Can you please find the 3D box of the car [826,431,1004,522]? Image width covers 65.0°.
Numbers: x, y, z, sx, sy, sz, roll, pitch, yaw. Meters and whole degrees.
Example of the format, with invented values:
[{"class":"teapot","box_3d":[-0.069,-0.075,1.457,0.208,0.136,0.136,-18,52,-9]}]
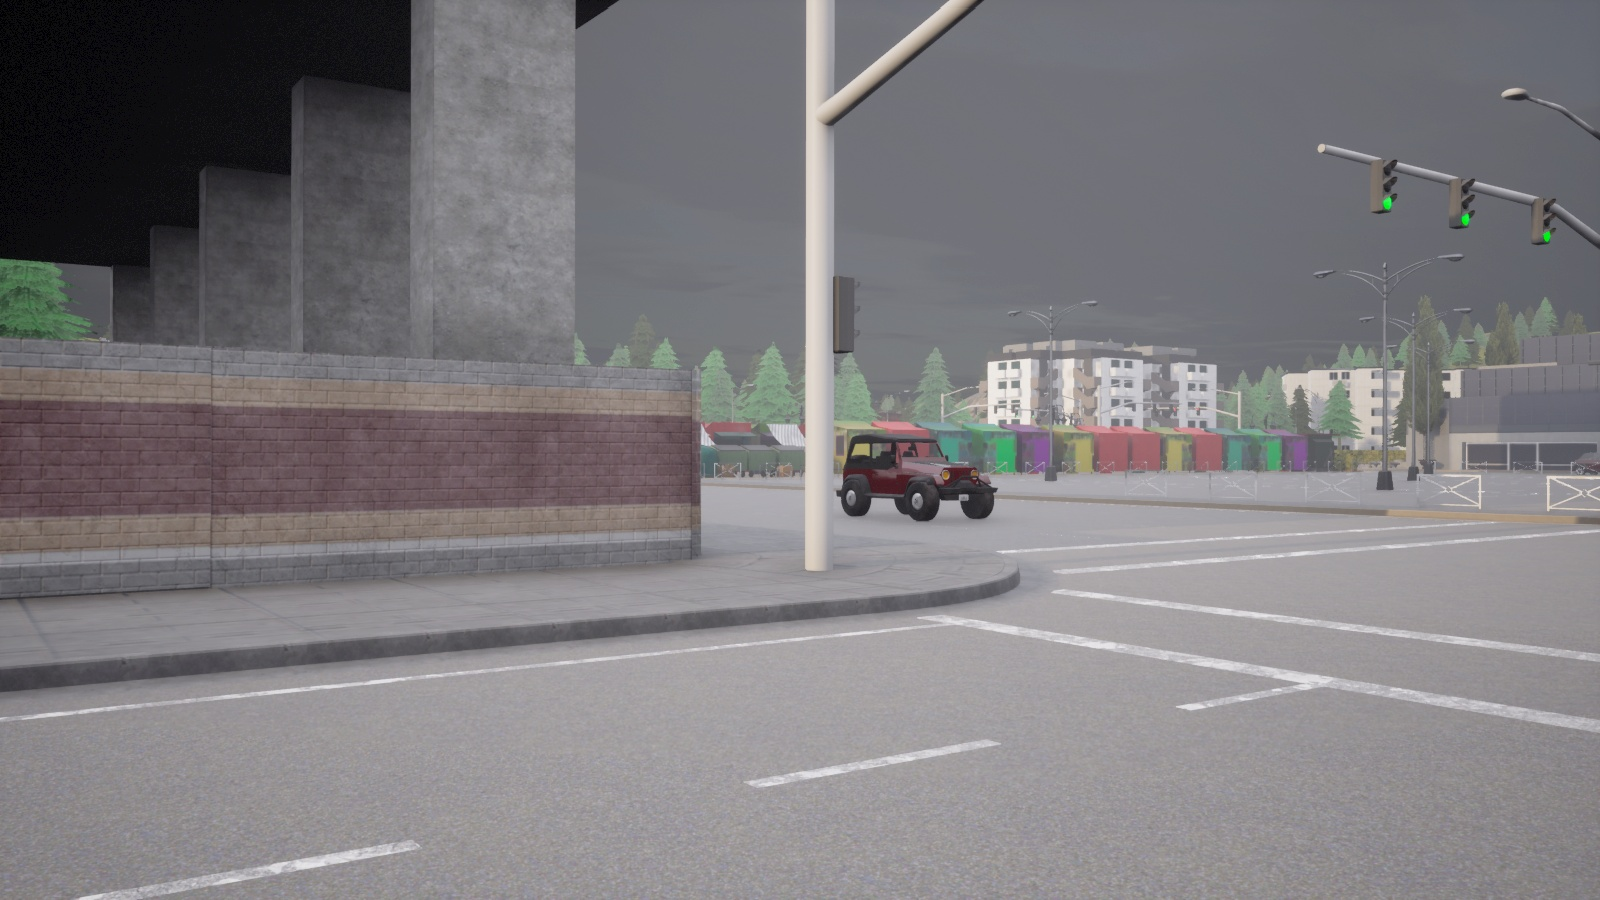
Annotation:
[{"class":"car","box_3d":[2.491,0.549,28.043,1.905,1.878,3.866,0,0,-35]}]
